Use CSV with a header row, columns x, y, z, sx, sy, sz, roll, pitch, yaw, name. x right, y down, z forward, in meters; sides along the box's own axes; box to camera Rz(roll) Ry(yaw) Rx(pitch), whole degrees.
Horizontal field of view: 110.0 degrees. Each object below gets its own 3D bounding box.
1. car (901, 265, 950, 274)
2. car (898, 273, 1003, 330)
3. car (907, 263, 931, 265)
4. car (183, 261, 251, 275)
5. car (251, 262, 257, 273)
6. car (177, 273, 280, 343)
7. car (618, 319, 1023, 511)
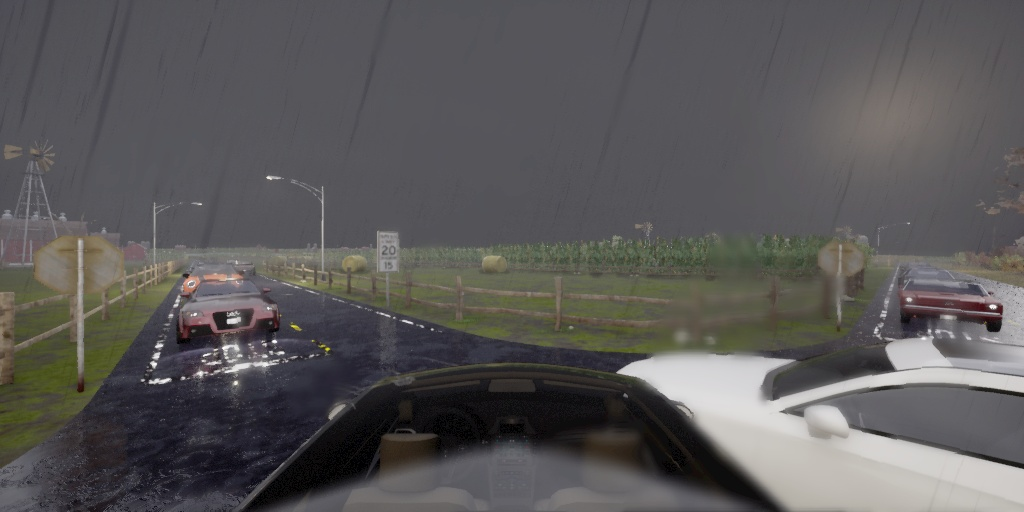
x,y,z,sx,sy,sz,roll,pitch,yaw,name
20.691,1.351,17.821,5.357,1.411,2.033,0,1,-42,car
13.578,1.391,11.297,4.718,1.301,1.895,0,1,-43,car
27.480,1.384,24.039,4.181,1.385,1.994,0,1,-43,car
-13.628,1.134,16.454,2.097,1.767,4.553,0,0,-41,car
-26.788,1.268,35.755,2.128,1.511,4.902,0,0,-41,car
-7.888,1.351,9.939,1.994,1.385,4.181,0,0,-42,car
2.850,1.293,2.293,1.812,1.442,4.674,0,1,-44,car
